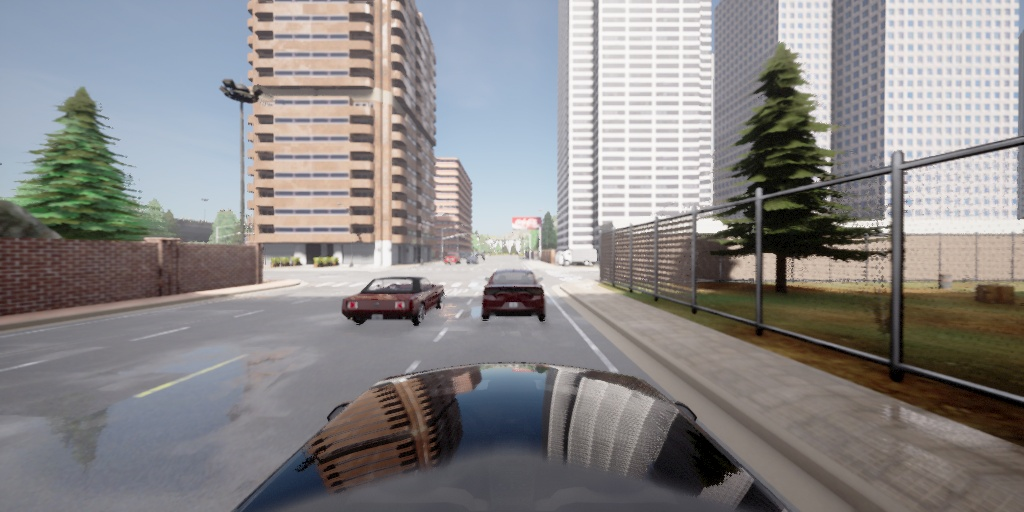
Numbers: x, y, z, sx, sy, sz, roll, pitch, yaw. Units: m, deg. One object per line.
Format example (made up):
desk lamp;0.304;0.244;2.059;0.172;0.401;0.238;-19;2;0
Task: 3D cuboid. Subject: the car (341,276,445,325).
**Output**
car;-3.445;1.275;11.447;1.895;1.301;4.718;0;0;0

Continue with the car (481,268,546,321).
car;0.059;1.147;12.170;1.882;1.535;5.008;0;0;0

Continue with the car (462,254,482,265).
car;-7.010;0.816;63.632;2.033;1.411;5.357;0;0;0

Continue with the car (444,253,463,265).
car;-10.510;0.490;63.631;2.150;2.045;5.566;0;0;0
